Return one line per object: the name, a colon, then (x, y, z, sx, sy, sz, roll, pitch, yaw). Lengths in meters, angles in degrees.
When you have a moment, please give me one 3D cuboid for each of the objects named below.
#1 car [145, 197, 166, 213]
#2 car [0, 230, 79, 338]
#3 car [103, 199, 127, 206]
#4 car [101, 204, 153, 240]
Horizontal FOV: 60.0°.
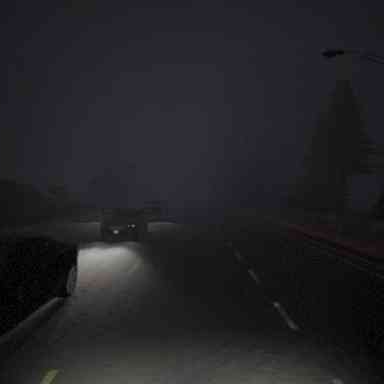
car: (-3.582, 1.449, 31.167, 1.837, 1.490, 4.892, 0, -1, 0)
car: (-3.613, 1.537, 5.922, 1.882, 1.535, 5.008, 0, -1, 0)
car: (-7.082, 1.451, 31.157, 1.837, 1.490, 4.892, 0, -1, 0)
car: (-3.625, 1.667, 18.370, 2.128, 1.511, 4.902, 0, -1, 0)
